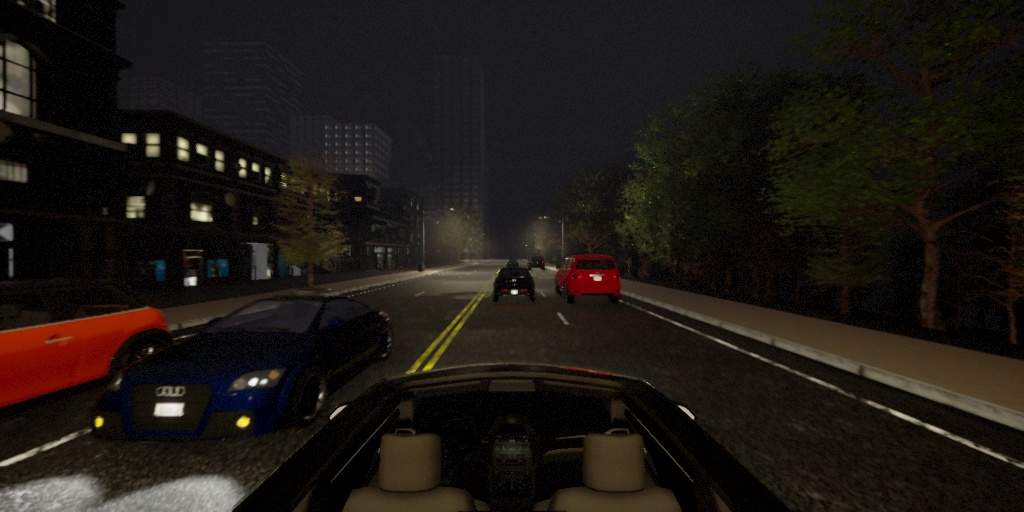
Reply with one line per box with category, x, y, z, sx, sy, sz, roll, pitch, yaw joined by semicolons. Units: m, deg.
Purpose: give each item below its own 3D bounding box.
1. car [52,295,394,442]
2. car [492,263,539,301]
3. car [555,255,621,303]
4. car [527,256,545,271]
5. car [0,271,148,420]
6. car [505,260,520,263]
car;-3.349;1.316;5.496;1.994;1.385;4.181;0;0;0
car;0.101;1.264;17.555;1.837;1.490;4.892;0;0;0
car;3.351;0.980;16.699;2.150;2.045;5.566;0;0;0
car;3.353;0.991;50.233;2.150;2.045;5.566;0;0;0
car;-6.599;1.103;3.908;2.097;1.767;4.553;0;0;0
car;0.103;1.275;52.804;1.837;1.490;4.892;0;0;0
